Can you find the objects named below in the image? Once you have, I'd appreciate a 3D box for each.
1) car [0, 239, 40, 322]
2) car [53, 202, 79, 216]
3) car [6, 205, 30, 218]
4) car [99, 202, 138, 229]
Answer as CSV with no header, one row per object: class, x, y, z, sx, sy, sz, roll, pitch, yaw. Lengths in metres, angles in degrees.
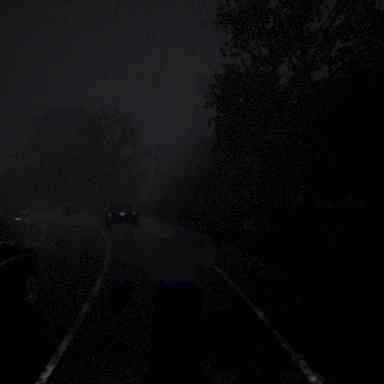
car,-3.894,1.539,5.092,2.128,1.511,4.902,-1,0,-7
car,-15.109,2.005,39.692,1.882,1.535,5.008,-4,1,-39
car,-22.572,2.468,43.062,2.128,1.511,4.902,-5,1,-44
car,-5.294,1.492,23.536,2.097,1.767,4.553,-2,0,-22
